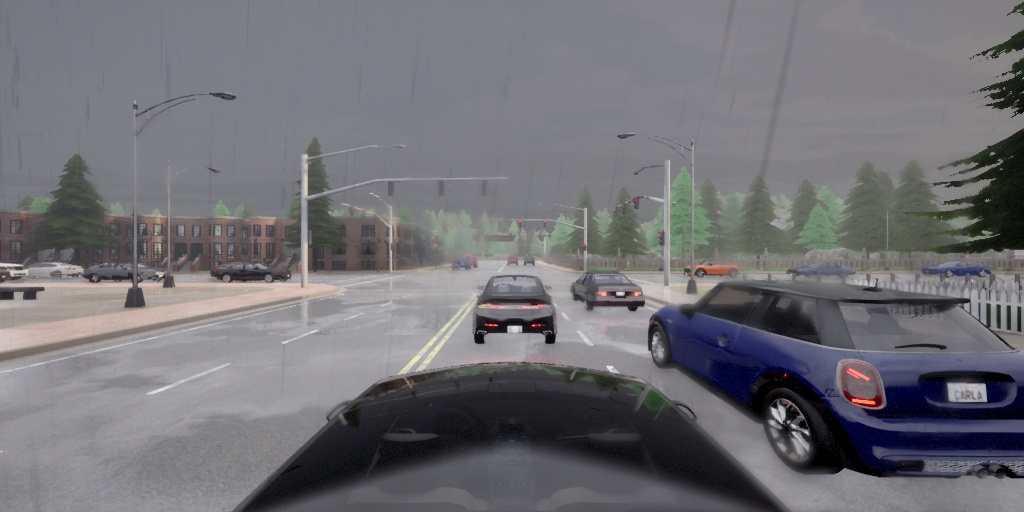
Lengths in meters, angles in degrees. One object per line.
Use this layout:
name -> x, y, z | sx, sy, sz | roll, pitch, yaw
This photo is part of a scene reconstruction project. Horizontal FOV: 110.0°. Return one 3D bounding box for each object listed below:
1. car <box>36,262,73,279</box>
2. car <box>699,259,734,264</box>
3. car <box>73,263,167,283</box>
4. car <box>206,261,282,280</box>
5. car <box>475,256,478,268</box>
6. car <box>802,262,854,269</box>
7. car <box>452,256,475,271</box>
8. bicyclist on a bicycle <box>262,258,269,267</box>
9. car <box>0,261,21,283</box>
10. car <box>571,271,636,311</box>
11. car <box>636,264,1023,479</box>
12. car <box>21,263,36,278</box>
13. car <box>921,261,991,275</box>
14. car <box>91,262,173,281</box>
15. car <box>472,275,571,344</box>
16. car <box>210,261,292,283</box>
car -> -41.620, 1.276, 32.024 | 4.674, 1.442, 1.812 | 0, 0, -17
car -> 18.775, 1.102, 33.963 | 4.553, 1.767, 2.097 | 0, 0, 0
car -> -28.998, 1.242, 26.961 | 4.902, 1.511, 2.128 | 0, 0, -4
car -> -22.811, 1.228, 30.669 | 5.008, 1.535, 1.882 | 0, 0, -1
car -> -6.945, 0.971, 60.501 | 2.150, 2.045, 5.566 | 0, 0, 0
car -> 29.167, 1.297, 33.925 | 5.357, 1.411, 2.033 | 0, 0, 1
car -> -6.972, 0.971, 50.277 | 2.150, 2.045, 5.566 | 0, 0, 1
bicyclist on a bicycle -> -28.735, 1.053, 41.685 | 0.582, 1.620, 1.656 | 0, 0, -1
car -> -39.168, 1.228, 25.243 | 5.008, 1.535, 1.882 | 0, 0, -18
car -> 3.610, 1.297, 14.380 | 2.033, 1.411, 5.357 | 0, 0, 1
car -> 3.608, 1.102, 4.963 | 2.097, 1.767, 4.553 | 0, 0, 0
car -> -42.171, 0.971, 27.913 | 5.566, 2.045, 2.150 | 0, 0, -21
car -> 41.821, 1.228, 33.869 | 5.008, 1.535, 1.882 | 0, 0, 1
car -> -31.908, 1.276, 30.240 | 4.674, 1.442, 1.812 | 0, 0, -7
car -> 0.079, 1.242, 9.555 | 2.128, 1.511, 4.902 | 0, 0, 1
car -> -19.502, 1.228, 27.231 | 5.008, 1.535, 1.882 | 0, 0, -1
